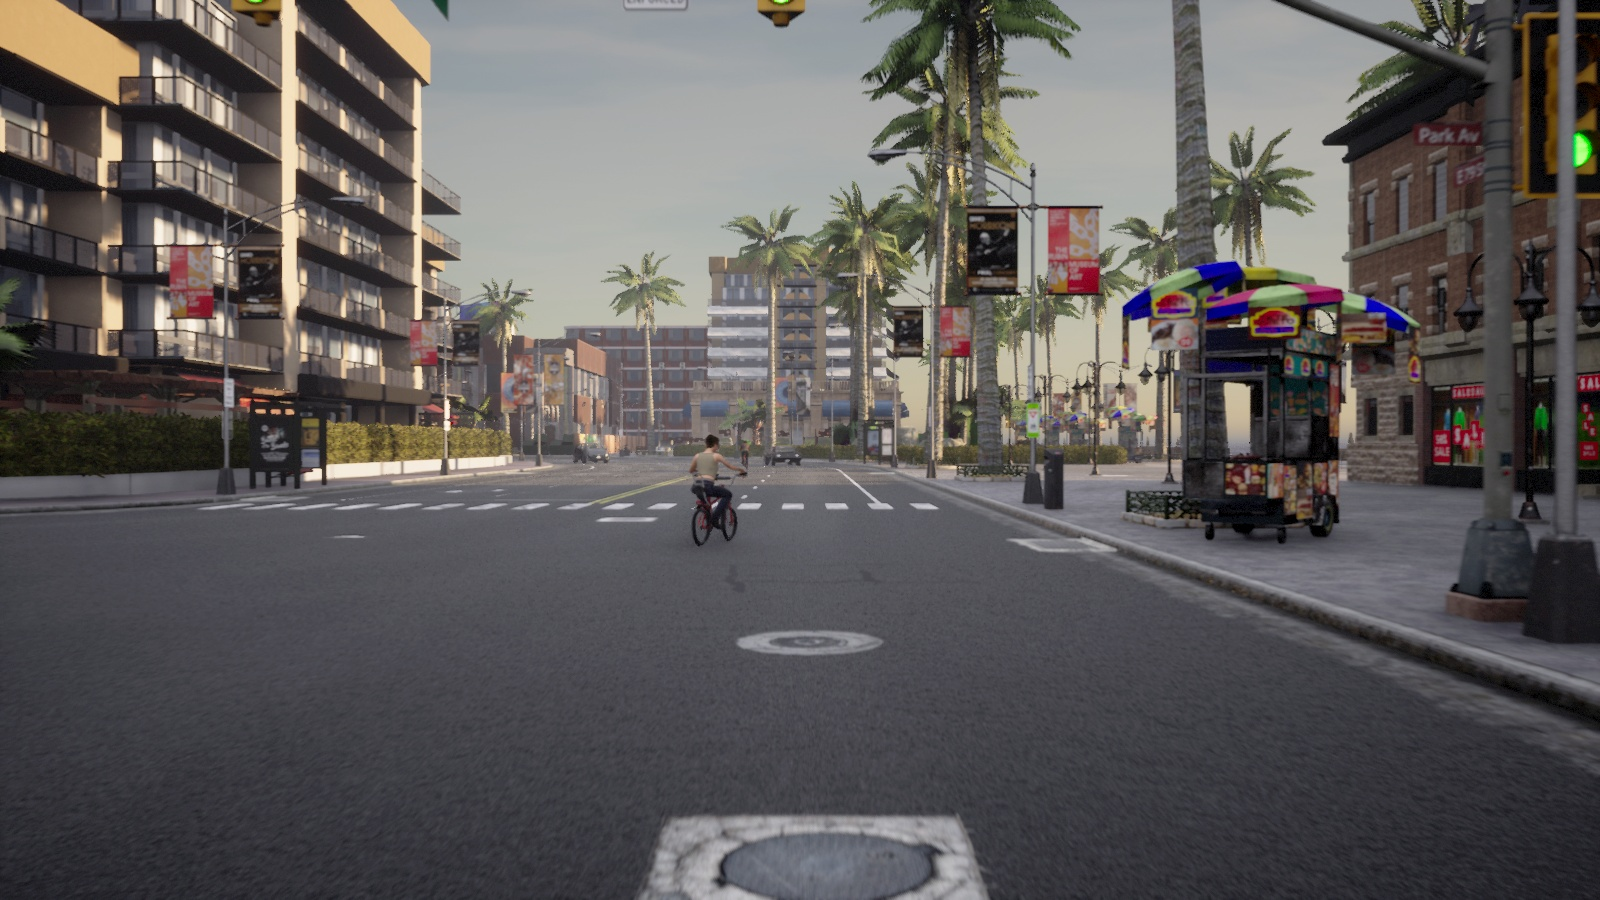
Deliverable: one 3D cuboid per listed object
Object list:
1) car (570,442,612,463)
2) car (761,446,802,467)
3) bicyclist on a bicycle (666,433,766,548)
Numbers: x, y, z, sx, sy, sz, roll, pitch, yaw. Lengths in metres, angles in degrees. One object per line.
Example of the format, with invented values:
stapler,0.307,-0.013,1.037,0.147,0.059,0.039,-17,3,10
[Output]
car,-15.390,0.160,92.435,2.007,1.525,4.514,0,0,-24
car,-1.226,0.384,82.085,1.895,1.301,4.718,0,0,-11
bicyclist on a bicycle,-1.216,0.578,18.493,0.866,1.612,1.509,-1,0,22
